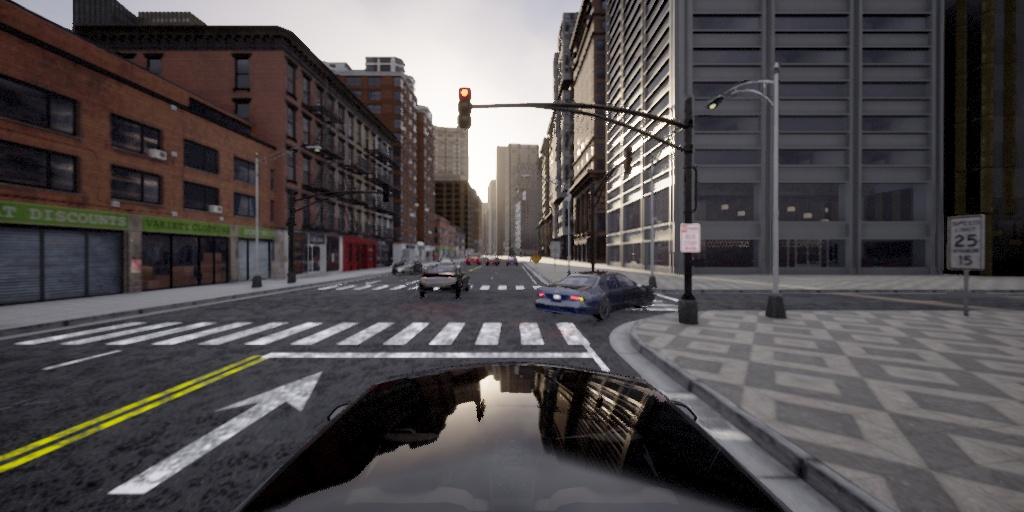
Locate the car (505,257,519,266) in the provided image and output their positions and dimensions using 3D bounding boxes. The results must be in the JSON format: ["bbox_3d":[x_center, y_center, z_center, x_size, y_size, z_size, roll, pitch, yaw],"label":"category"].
[{"bbox_3d":[0.033,0.883,57.965,1.812,1.442,4.674,0,0,0],"label":"car"}]

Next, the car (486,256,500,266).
[{"bbox_3d":[-3.215,0.883,57.958,1.812,1.442,4.674,0,0,1],"label":"car"}]

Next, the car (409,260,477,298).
[{"bbox_3d":[-3.159,1.140,17.470,2.128,1.511,4.902,0,0,0],"label":"car"}]

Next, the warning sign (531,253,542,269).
[{"bbox_3d":[2.843,0.590,41.892,1.300,1.860,1.060,0,0,0],"label":"warning sign"}]

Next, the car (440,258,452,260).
[{"bbox_3d":[-6.588,1.045,35.878,1.812,1.442,4.674,0,0,0],"label":"car"}]

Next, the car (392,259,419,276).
[{"bbox_3d":[-9.853,1.025,33.955,2.128,1.511,4.902,0,0,0],"label":"car"}]

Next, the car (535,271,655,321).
[{"bbox_3d":[3.032,1.231,12.281,2.033,1.411,5.357,0,0,43],"label":"car"}]

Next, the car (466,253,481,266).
[{"bbox_3d":[-6.532,0.561,60.943,2.150,2.045,5.566,0,0,0],"label":"car"}]
